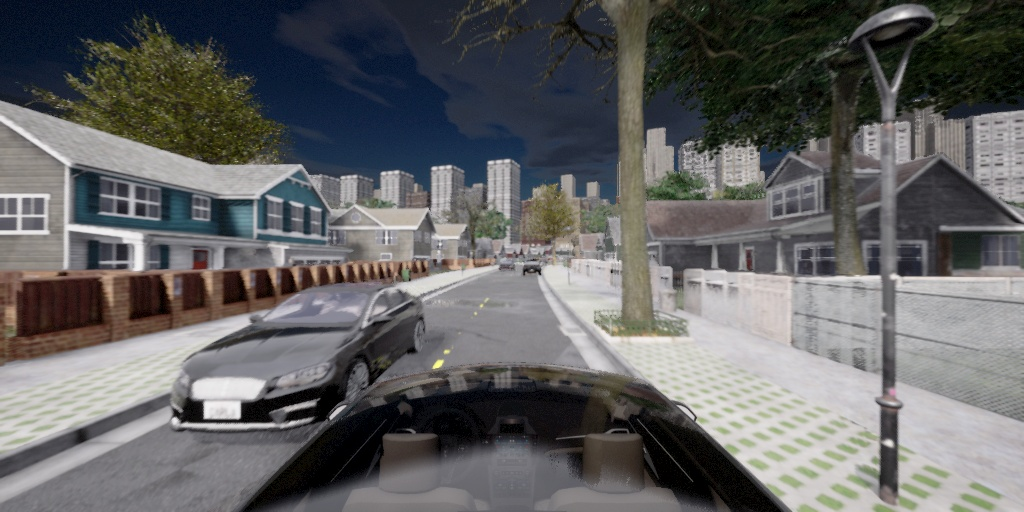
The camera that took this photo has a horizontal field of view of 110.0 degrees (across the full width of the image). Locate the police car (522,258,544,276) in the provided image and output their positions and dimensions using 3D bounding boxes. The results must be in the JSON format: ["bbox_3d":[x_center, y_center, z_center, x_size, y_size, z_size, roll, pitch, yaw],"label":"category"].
[{"bbox_3d":[2.119,1.189,37.756,1.930,1.638,5.238,0,0,4],"label":"police car"}]

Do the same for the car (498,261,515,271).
[{"bbox_3d":[-0.635,1.320,48.441,2.033,1.411,5.357,0,0,6],"label":"car"}]

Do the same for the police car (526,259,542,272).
[{"bbox_3d":[2.937,1.196,47.679,1.930,1.638,5.238,0,0,5],"label":"police car"}]

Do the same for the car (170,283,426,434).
[{"bbox_3d":[-2.803,1.241,5.951,2.128,1.511,4.902,0,0,1],"label":"car"}]
